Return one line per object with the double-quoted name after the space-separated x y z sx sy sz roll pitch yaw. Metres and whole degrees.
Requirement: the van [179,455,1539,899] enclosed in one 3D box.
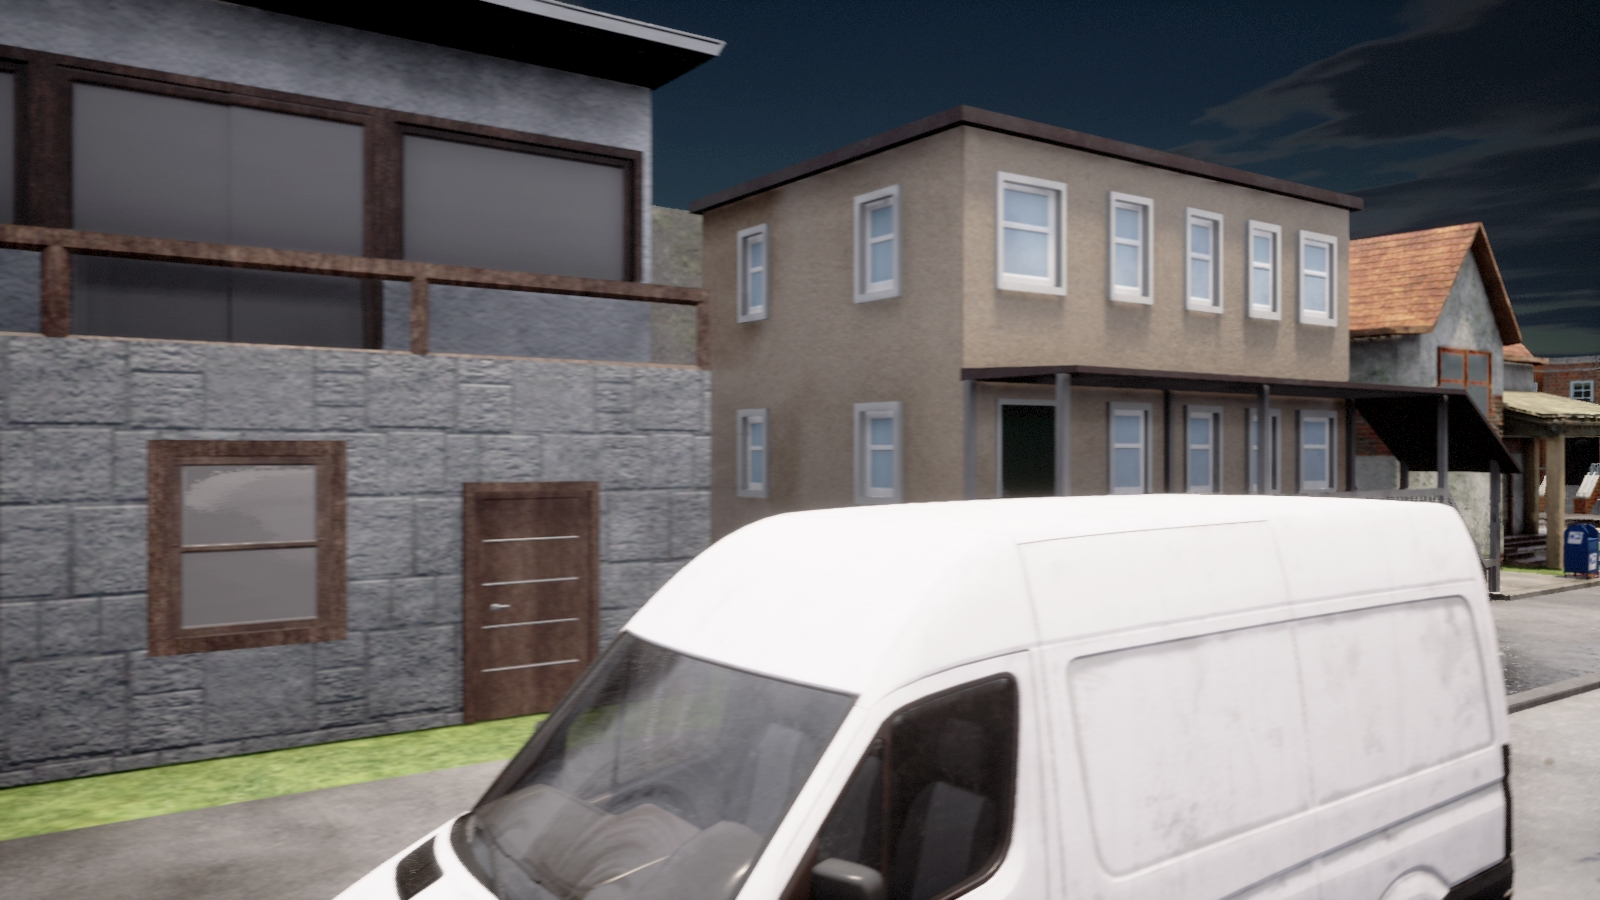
0.786 1.315 4.944 5.915 2.561 1.988 0 0 -35 "van"
